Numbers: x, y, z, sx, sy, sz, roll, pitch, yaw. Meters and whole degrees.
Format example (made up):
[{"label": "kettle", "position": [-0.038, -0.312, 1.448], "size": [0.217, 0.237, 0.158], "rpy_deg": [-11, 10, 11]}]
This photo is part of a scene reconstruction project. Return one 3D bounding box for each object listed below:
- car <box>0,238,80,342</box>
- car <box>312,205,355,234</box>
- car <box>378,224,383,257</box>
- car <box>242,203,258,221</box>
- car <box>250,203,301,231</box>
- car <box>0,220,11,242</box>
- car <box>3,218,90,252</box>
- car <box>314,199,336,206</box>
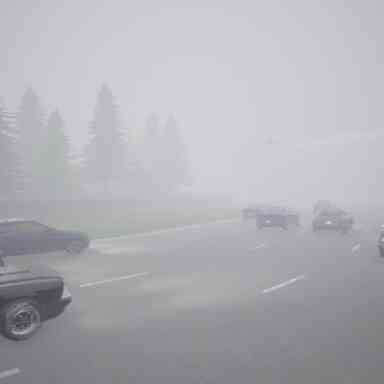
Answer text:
[{"label": "car", "position": [-4.407, 1.696, 5.034], "size": [4.718, 1.301, 1.895], "rpy_deg": [0, -1, -35]}, {"label": "car", "position": [8.846, 1.714, 20.653], "size": [1.994, 1.385, 4.181], "rpy_deg": [-1, -1, 32]}, {"label": "car", "position": [8.281, 1.617, 12.631], "size": [2.033, 1.411, 5.357], "rpy_deg": [-1, -1, 34]}, {"label": "car", "position": [6.066, 1.745, 29.505], "size": [1.882, 1.535, 5.008], "rpy_deg": [-1, -1, 31]}, {"label": "car", "position": [5.954, 1.672, 22.549], "size": [1.882, 1.535, 5.008], "rpy_deg": [-1, 0, 32]}, {"label": "car", "position": [-7.091, 1.622, 7.509], "size": [5.008, 1.535, 1.882], "rpy_deg": [0, 0, -33]}, {"label": "car", "position": [-6.247, 1.716, 12.474], "size": [4.674, 1.442, 1.812], "rpy_deg": [0, 0, -40]}, {"label": "car", "position": [15.758, 1.642, 39.144], "size": [2.097, 1.767, 4.553], "rpy_deg": [-1, -1, 30]}]
